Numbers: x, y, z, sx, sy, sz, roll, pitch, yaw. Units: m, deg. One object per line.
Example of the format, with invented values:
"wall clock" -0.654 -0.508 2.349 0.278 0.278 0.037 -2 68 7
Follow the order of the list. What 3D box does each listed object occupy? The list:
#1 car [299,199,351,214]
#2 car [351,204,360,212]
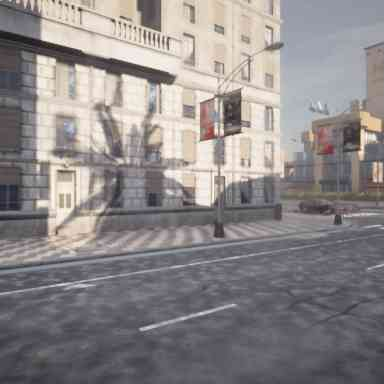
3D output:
"car" 13.573 1.504 34.975 1.837 1.490 4.892 0 0 -34
"car" 16.398 1.563 37.247 1.994 1.385 4.181 0 0 -37
